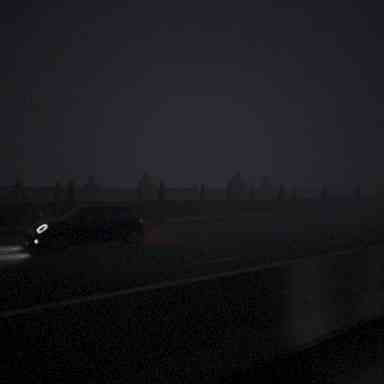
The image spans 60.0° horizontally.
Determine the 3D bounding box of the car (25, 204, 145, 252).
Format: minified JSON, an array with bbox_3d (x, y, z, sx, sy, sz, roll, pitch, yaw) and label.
[{"bbox_3d":[-4.322,1.314,13.731,4.553,1.767,2.097,0,0,-35],"label":"car"}]
